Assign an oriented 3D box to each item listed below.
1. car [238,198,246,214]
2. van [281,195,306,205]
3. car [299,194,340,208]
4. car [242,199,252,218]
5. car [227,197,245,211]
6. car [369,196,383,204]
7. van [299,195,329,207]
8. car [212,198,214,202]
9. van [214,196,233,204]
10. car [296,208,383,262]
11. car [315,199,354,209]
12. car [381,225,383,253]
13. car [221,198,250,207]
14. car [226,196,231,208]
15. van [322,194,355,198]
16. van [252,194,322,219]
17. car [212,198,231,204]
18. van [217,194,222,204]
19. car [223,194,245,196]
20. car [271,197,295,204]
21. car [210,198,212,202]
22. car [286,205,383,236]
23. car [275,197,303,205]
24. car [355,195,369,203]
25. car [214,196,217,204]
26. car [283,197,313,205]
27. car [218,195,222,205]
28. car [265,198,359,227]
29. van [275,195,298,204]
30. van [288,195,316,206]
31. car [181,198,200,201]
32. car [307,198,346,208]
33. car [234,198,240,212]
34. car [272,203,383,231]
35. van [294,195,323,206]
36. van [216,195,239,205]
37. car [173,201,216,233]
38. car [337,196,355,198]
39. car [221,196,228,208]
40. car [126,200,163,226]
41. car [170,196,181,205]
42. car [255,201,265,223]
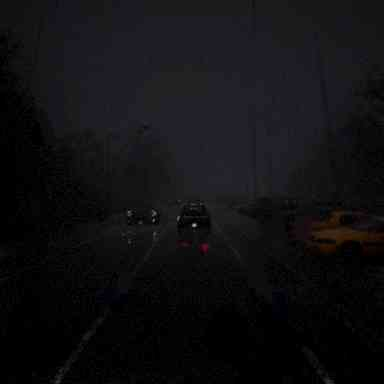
[{"bbox_3d":[7.044,1.593,30.987,4.792,1.488,2.163,0,0,0],"label":"car"},{"bbox_3d":[20.285,1.571,66.808,4.442,1.987,1.878,0,-1,0],"label":"van"},{"bbox_3d":[20.278,1.410,53.099,5.566,2.045,2.435,0,0,0],"label":"car"},{"bbox_3d":[7.025,1.580,28.211,4.792,1.488,2.163,0,0,0],"label":"car"},{"bbox_3d":[6.926,1.586,36.540,5.366,1.575,1.946,0,0,0],"label":"car"},{"bbox_3d":[20.124,1.306,30.812,5.566,2.045,2.435,0,0,0],"label":"car"},{"bbox_3d":[20.442,1.449,55.868,4.442,1.987,1.878,0,0,0],"label":"van"},{"bbox_3d":[7.332,1.951,72.607,4.792,1.488,2.163,0,-1,0],"label":"car"},{"bbox_3d":[7.536,1.868,80.937,4.442,1.987,1.878,0,-1,0],"label":"van"},{"bbox_3d":[6.754,1.509,11.686,5.366,1.575,1.946,0,0,0],"label":"car"},{"bbox_3d":[20.265,1.675,47.431,4.674,1.452,2.002,0,0,0],"label":"car"},{"bbox_3d":[6.715,1.529,6.013,5.366,1.575,1.946,0,0,0],"label":"car"},{"bbox_3d":[7.249,1.720,55.971,4.674,1.452,2.002,0,0,0],"label":"car"},{"bbox_3d":[7.144,1.616,42.091,4.892,1.521,2.231,0,0,0],"label":"car"},{"bbox_3d":[20.365,1.397,44.788,4.442,1.987,1.878,0,0,0],"label":"van"},{"bbox_3d":[7.151,1.312,25.435,4.442,1.987,1.878,0,0,0],"label":"van"},{"bbox_3d":[7.441,2.191,83.708,4.674,1.452,2.002,0,-1,0],"label":"car"},{"bbox_3d":[7.149,1.467,58.749,4.442,1.987,1.878,0,0,0],"label":"van"},{"bbox_3d":[7.157,1.516,47.644,4.553,1.767,2.185,0,0,0],"label":"car"},{"bbox_3d":[20.453,1.970,75.110,4.892,1.521,2.231,0,-1,0],"label":"car"},{"bbox_3d":[7.406,2.036,78.157,5.008,1.535,2.097,0,-1,0],"label":"car"},{"bbox_3d":[7.143,1.504,14.337,5.366,1.575,1.946,0,0,0],"label":"car"},{"bbox_3d":[20.236,1.851,69.571,5.366,1.575,1.946,0,-1,0],"label":"car"},{"bbox_3d":[20.143,1.319,33.582,5.566,2.045,2.435,0,0,0],"label":"car"},{"bbox_3d":[7.313,1.455,61.525,5.566,2.045,2.435,0,0,0],"label":"car"},{"bbox_3d":[20.387,1.739,64.033,5.008,1.535,2.097,0,-1,0],"label":"car"},{"bbox_3d":[7.222,1.667,53.196,5.008,1.535,2.097,0,0,0],"label":"car"},{"bbox_3d":[7.027,1.389,19.885,4.553,1.767,2.185,0,0,0],"label":"car"},{"bbox_3d":[20.557,1.686,72.345,4.442,1.987,1.878,0,-1,0],"label":"van"},{"bbox_3d":[20.248,1.475,61.417,4.442,1.987,1.878,0,-1,0],"label":"van"},{"bbox_3d":[0.199,1.446,37.696,2.097,1.767,4.553,0,0,0],"label":"car"},{"bbox_3d":[20.281,1.648,50.203,5.008,1.535,2.097,0,0,0],"label":"car"},{"bbox_3d":[7.063,1.606,33.763,4.792,1.488,2.163,0,0,0],"label":"car"},{"bbox_3d":[6.971,1.508,17.105,4.892,1.521,2.231,0,0,0],"label":"car"},{"bbox_3d":[20.460,1.461,58.513,4.442,1.987,1.878,0,0,0],"label":"van"},{"bbox_3d":[7.206,1.580,67.061,4.442,1.987,1.878,0,-1,0],"label":"van"},{"bbox_3d":[0.129,1.528,19.881,2.128,1.511,4.902,0,0,0],"label":"car"},{"bbox_3d":[20.204,1.596,39.122,5.008,1.535,2.097,0,0,0],"label":"car"},{"bbox_3d":[6.984,1.625,44.868,5.366,1.575,1.946,0,0,0],"label":"car"},{"bbox_3d":[-3.308,1.398,23.643,2.097,1.767,4.553,0,0,0],"label":"car"},{"bbox_3d":[-3.041,1.665,63.387,2.097,1.767,4.553,0,-1,1],"label":"car"},{"bbox_3d":[7.045,1.554,22.657,4.792,1.488,2.163,0,0,0],"label":"car"}]
